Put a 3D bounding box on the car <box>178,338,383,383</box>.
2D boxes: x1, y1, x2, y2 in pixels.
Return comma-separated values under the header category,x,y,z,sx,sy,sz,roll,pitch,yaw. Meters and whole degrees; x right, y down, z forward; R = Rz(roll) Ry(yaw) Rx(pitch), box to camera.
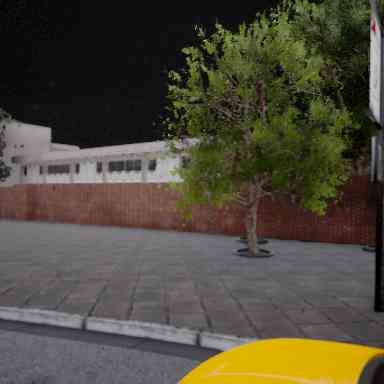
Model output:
category,x,y,z,sx,sy,sz,roll,pitch,yaw
car,2.087,1.477,1.381,5.008,1.535,1.882,0,0,27
